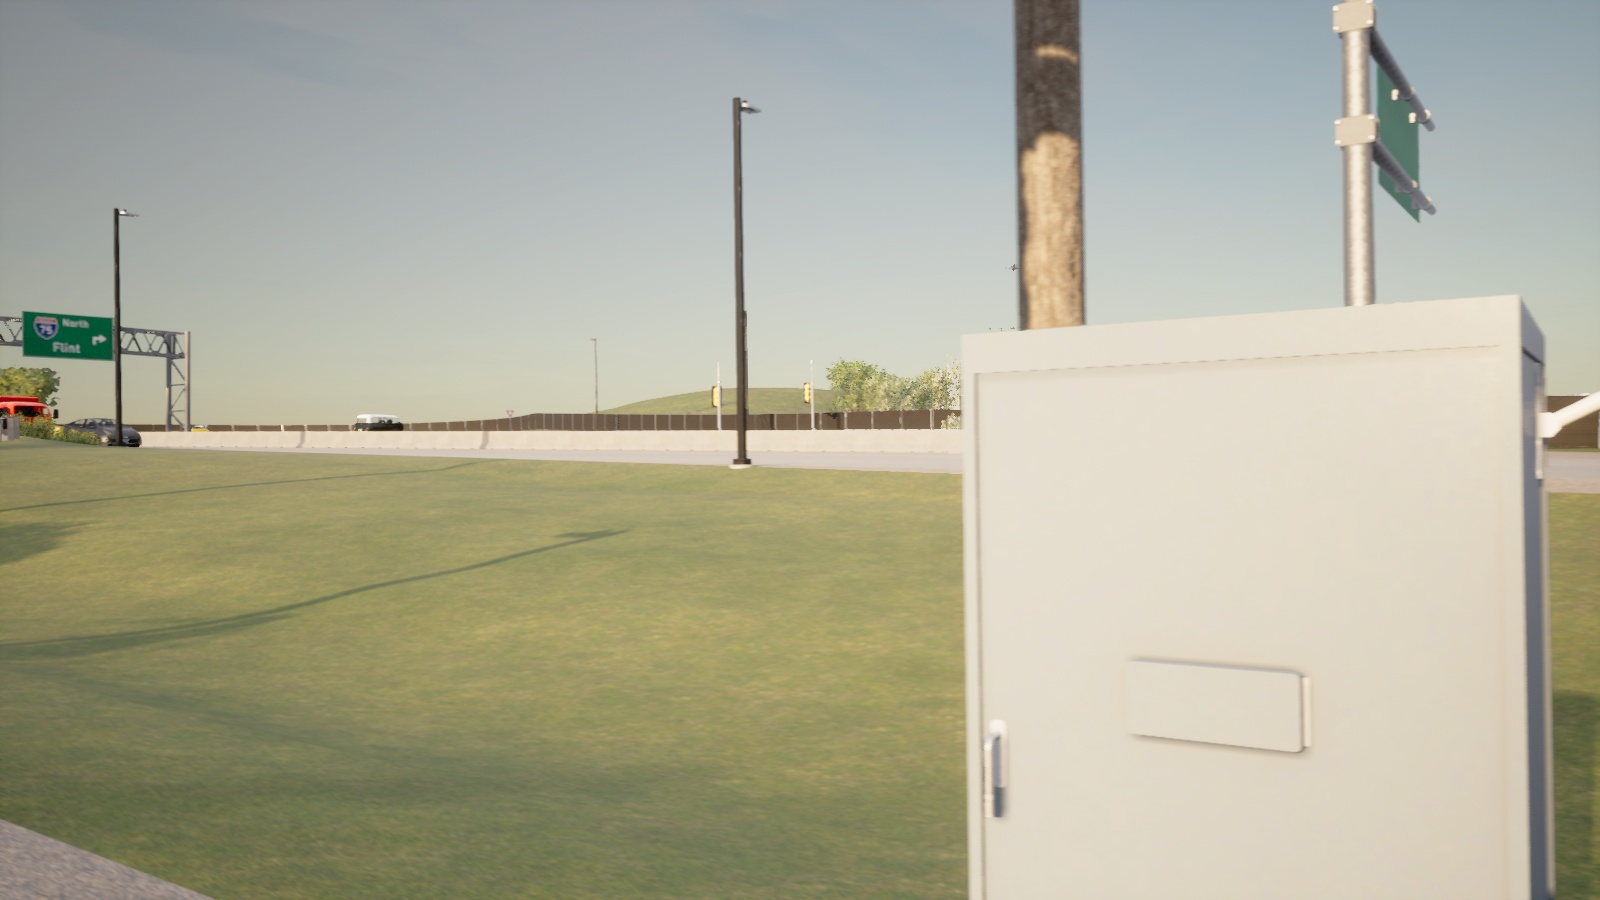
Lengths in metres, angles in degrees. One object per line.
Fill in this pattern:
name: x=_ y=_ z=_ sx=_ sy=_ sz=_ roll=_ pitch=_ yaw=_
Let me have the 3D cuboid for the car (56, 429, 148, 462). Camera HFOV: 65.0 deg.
car: x=-33.361 y=-0.204 z=60.003 sx=4.514 sy=1.525 sz=2.007 roll=0 pitch=1 yaw=34

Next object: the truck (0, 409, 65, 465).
truck: x=-36.636 y=-0.579 z=57.993 sx=5.204 sy=2.467 sz=2.627 roll=0 pitch=1 yaw=34
